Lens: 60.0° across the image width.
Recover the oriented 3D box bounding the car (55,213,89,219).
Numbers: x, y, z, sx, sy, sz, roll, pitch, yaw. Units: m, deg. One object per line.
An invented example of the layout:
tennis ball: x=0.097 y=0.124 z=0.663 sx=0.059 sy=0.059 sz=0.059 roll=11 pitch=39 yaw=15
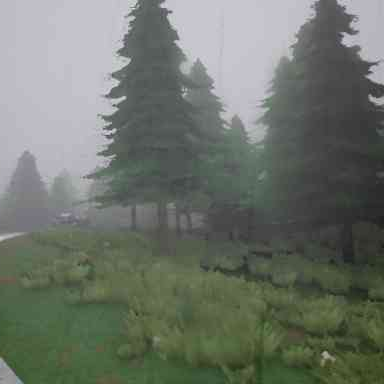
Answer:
car: x=-11.045 y=2.781 z=31.263 sx=1.837 sy=1.490 sz=4.892 roll=-5 pitch=-7 yaw=13
